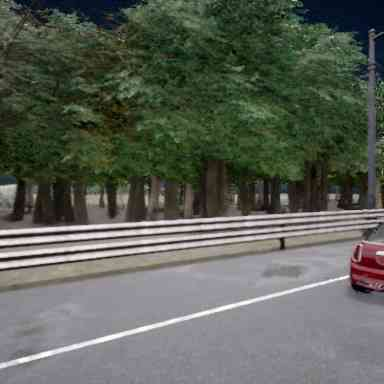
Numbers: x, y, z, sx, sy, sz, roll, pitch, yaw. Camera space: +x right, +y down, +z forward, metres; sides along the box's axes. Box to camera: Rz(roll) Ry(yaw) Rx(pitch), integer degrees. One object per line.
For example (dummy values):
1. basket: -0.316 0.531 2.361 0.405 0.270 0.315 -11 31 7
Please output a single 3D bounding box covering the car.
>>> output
1. car: 5.633 1.344 7.503 4.553 1.767 2.097 0 0 -34
